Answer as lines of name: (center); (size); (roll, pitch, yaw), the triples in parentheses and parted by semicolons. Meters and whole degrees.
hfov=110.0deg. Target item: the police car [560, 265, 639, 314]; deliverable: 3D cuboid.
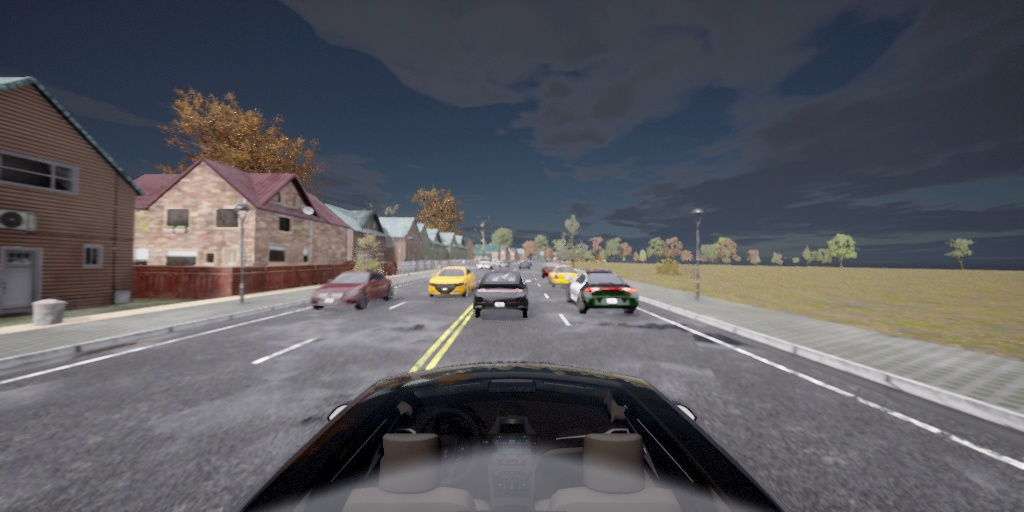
police car: (3.345, 1.319, 14.301); (2.038, 1.542, 4.974); (0, 0, 1)

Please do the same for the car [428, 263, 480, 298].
car: (-3.143, 1.316, 19.539); (1.882, 1.535, 5.008); (0, 0, 1)

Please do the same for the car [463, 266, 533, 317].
car: (-0.280, 1.301, 13.547); (2.128, 1.511, 4.902); (0, 0, 2)

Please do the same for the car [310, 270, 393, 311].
car: (-6.473, 1.340, 15.096); (1.812, 1.442, 4.674); (0, 0, 1)

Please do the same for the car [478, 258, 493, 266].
car: (-4.493, 1.305, 61.652); (2.150, 2.045, 5.566); (0, 0, 4)

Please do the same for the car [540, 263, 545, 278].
car: (3.932, 1.431, 36.211); (2.163, 1.488, 4.792); (0, 0, 2)

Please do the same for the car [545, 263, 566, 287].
car: (3.577, 1.327, 25.433); (1.801, 1.575, 5.366); (0, 0, 2)

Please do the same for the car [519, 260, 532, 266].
car: (2.254, 1.651, 64.447); (1.994, 1.385, 4.181); (0, 0, 5)

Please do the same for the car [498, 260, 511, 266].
car: (-1.246, 1.404, 61.493); (2.128, 1.511, 4.902); (0, 0, 4)
